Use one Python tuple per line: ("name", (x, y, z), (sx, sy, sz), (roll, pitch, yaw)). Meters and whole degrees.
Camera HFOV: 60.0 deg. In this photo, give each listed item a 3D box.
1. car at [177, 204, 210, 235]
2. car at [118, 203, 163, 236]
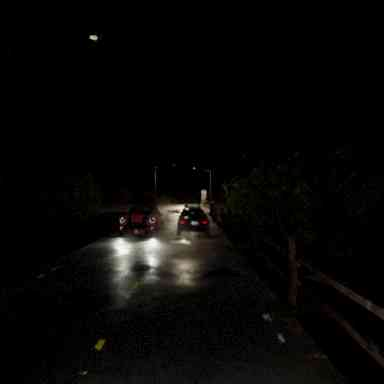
("car", (0.066, 1.686, 19.786), (2.033, 1.411, 5.357), (0, 0, 0))
("car", (-2.872, 1.488, 19.379), (2.097, 1.767, 4.553), (0, 0, 0))
